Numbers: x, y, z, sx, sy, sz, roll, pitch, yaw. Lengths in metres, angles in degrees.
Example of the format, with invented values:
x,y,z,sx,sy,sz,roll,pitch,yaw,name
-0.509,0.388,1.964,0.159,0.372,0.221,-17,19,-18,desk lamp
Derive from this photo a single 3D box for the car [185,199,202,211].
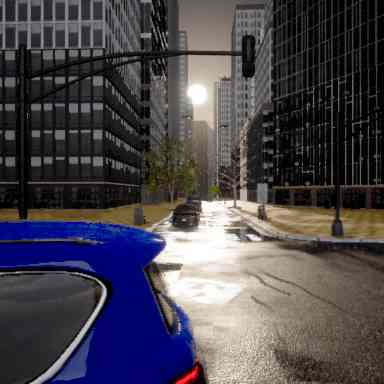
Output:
x,y,z,sx,sy,sz,roll,pitch,yaw,name
-0.089,1.777,35.633,1.812,1.442,4.674,0,0,2,car

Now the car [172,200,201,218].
x,y,z,sx,sy,sz,roll,pitch,yaw,name
-0.447,1.654,25.419,1.882,1.535,5.008,0,0,2,car

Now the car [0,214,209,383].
x,y,z,sx,sy,sz,roll,pitch,yaw,name
-2.562,1.234,1.487,5.566,2.045,2.150,0,0,-27,car

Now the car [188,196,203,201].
x,y,z,sx,sy,sz,roll,pitch,yaw,name
0.281,1.554,46.286,2.150,2.045,5.566,0,0,2,car
